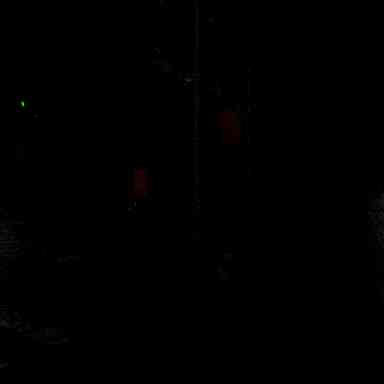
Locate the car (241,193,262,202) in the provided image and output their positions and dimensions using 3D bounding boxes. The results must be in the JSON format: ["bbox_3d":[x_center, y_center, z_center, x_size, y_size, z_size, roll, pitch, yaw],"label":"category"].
[{"bbox_3d":[9.219,0.661,51.103,2.128,1.511,4.902,0,1,36],"label":"car"}]

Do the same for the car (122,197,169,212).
[{"bbox_3d":[-4.388,1.165,31.919,1.895,1.301,4.718,0,1,35],"label":"car"}]
